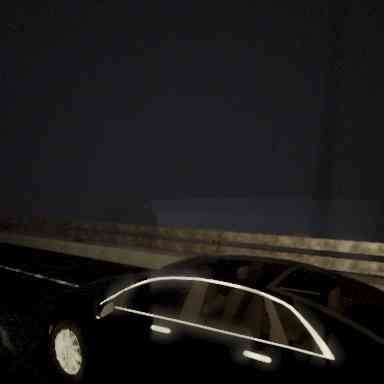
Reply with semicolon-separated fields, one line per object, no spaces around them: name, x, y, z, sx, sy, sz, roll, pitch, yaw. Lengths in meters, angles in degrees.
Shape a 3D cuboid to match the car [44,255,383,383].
car;0.249;1.512;3.827;4.892;1.490;1.837;0;0;36
